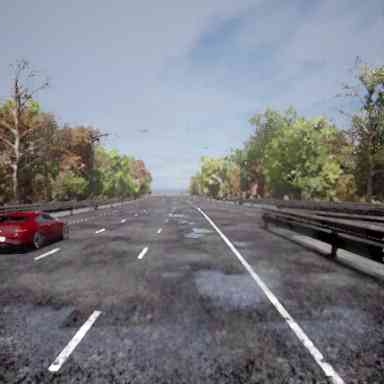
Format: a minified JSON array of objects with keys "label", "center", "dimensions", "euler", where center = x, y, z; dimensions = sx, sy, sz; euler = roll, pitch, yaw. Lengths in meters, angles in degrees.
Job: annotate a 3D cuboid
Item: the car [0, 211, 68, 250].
[{"label":"car","center":[-7.012,1.568,14.508],"dimensions":[1.812,1.442,4.674],"euler":[0,0,-1]}]
